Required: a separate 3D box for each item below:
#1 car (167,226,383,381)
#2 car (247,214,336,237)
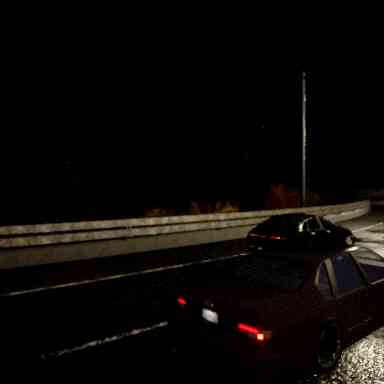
[{"bbox_3d":[2.177,1.557,5.606,5.357,1.411,2.033,0,0,-39],"label":"car"},{"bbox_3d":[3.937,1.528,11.698,4.892,1.490,1.837,0,0,-41],"label":"car"}]
